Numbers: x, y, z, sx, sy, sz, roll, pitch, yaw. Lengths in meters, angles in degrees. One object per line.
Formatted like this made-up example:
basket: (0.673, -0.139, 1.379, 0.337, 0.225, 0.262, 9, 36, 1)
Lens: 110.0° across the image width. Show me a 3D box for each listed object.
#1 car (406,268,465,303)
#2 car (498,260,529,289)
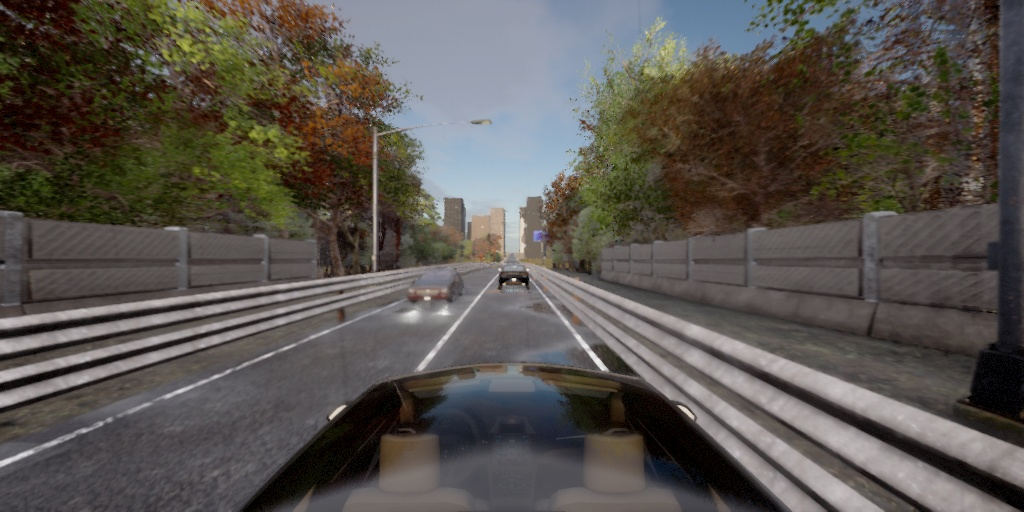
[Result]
car: (-3.337, 1.294, 16.793, 2.033, 1.411, 5.357, 0, 0, 0)
car: (0.115, 1.251, 23.538, 1.882, 1.535, 5.008, 0, 0, 0)
